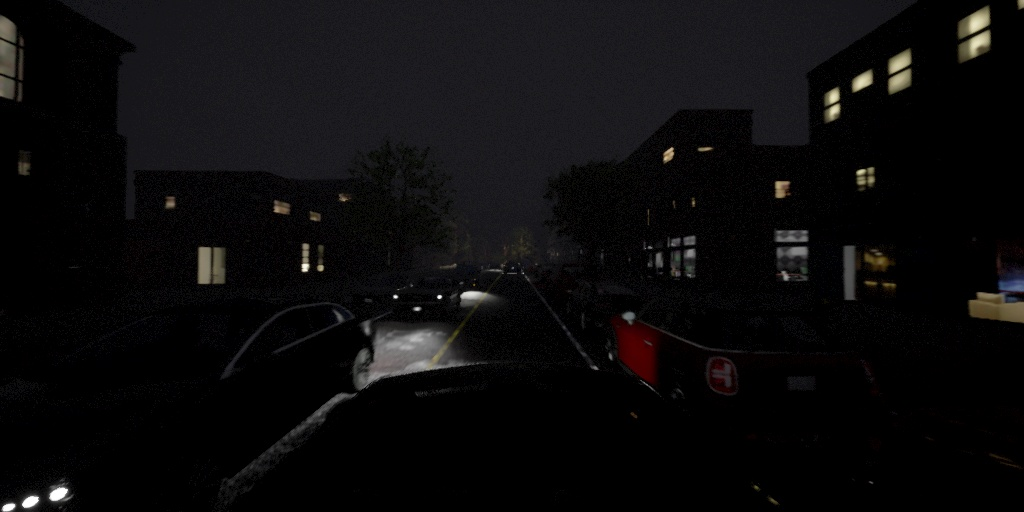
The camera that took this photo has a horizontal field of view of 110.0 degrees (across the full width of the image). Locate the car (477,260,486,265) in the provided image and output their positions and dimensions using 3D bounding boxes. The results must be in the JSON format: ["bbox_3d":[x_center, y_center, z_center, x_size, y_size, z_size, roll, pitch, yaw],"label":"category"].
[{"bbox_3d":[-5.609,1.574,55.165,1.967,1.591,4.097,0,0,0],"label":"car"}]

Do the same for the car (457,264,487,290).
[{"bbox_3d":[-3.019,1.475,23.967,1.994,1.385,4.181,0,0,1],"label":"car"}]

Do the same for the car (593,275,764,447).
[{"bbox_3d":[2.689,1.227,5.275,1.967,1.591,4.097,0,0,0],"label":"car"}]

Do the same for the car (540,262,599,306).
[{"bbox_3d":[2.707,1.187,16.362,2.192,1.841,5.009,0,0,0],"label":"car"}]

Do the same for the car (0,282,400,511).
[{"bbox_3d":[-3.102,1.248,3.898,2.128,1.511,4.902,0,0,0],"label":"car"}]

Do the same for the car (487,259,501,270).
[{"bbox_3d":[-2.924,1.763,63.538,1.994,1.385,4.181,0,0,1],"label":"car"}]

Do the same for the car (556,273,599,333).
[{"bbox_3d":[2.698,1.380,10.819,2.007,1.370,4.403,0,0,0],"label":"car"}]

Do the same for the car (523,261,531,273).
[{"bbox_3d":[2.763,1.704,49.620,1.802,1.307,4.207,0,0,0],"label":"car"}]

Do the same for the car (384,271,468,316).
[{"bbox_3d":[-3.080,1.434,13.865,1.895,1.301,4.718,0,0,0],"label":"car"}]

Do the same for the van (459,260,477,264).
[{"bbox_3d":[-5.627,1.393,44.078,1.690,1.789,3.998,0,0,0],"label":"van"}]

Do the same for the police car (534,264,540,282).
[{"bbox_3d":[3.174,1.398,29.416,1.930,1.638,5.238,0,0,0],"label":"police car"}]

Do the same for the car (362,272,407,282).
[{"bbox_3d":[-5.674,1.410,16.364,1.948,1.339,4.313,0,0,0],"label":"car"}]

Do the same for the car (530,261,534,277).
[{"bbox_3d":[3.192,1.502,36.306,1.882,1.535,5.008,0,0,0],"label":"car"}]

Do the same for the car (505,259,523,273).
[{"bbox_3d":[0.068,1.448,45.165,1.994,1.385,4.181,0,0,0],"label":"car"}]
